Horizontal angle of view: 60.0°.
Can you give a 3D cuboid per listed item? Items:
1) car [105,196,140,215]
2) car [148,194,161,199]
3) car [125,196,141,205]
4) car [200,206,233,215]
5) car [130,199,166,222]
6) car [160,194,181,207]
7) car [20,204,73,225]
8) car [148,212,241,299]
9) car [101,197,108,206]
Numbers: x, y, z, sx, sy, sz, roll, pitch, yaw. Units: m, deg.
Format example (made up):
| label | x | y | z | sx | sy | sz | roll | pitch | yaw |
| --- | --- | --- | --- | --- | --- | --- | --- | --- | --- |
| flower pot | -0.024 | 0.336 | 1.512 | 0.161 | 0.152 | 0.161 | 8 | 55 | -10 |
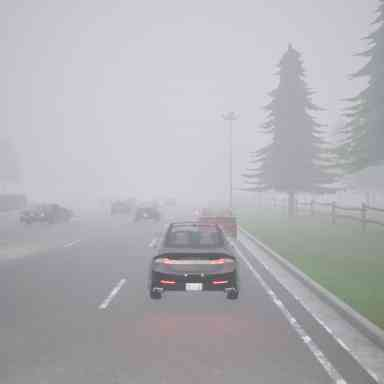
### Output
| label | x | y | z | sx | sy | sz | roll | pitch | yaw |
| --- | --- | --- | --- | --- | --- | --- | --- | --- | --- |
| car | -6.876 | 1.491 | 33.783 | 2.128 | 1.511 | 4.902 | 0 | 0 | 0 |
| car | -6.853 | 1.564 | 65.718 | 1.994 | 1.385 | 4.181 | 0 | 0 | 0 |
| car | -10.357 | 1.477 | 58.385 | 1.882 | 1.535 | 5.008 | 0 | 0 | 0 |
| car | 1.238 | 1.478 | 17.749 | 1.882 | 1.535 | 5.008 | 0 | 0 | 0 |
| car | -3.396 | 1.525 | 26.425 | 1.812 | 1.442 | 4.674 | 0 | 0 | 0 |
| car | -3.362 | 1.492 | 52.603 | 2.128 | 1.511 | 4.902 | 0 | 0 | 0 |
| car | -10.383 | 1.547 | 24.164 | 2.033 | 1.411 | 5.357 | 0 | 0 | 0 |
| car | 0.058 | 1.492 | 8.408 | 2.128 | 1.511 | 4.902 | 0 | 0 | 0 |
| car | -13.860 | 1.493 | 55.609 | 2.128 | 1.511 | 4.902 | 0 | 0 | 0 |
